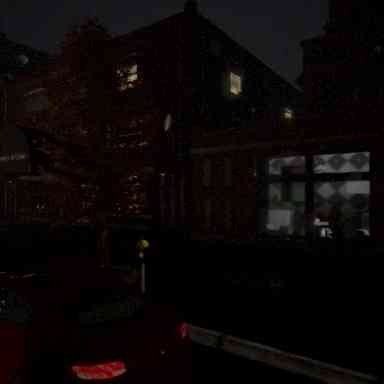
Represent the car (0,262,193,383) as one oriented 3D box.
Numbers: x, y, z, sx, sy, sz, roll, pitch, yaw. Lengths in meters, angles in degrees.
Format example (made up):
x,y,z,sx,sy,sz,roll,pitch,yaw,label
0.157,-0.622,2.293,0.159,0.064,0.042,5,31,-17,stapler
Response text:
x,y,z,sx,sy,sz,roll,pitch,yaw,label
-1.934,1.588,4.242,4.206,1.307,1.802,0,0,35,car
